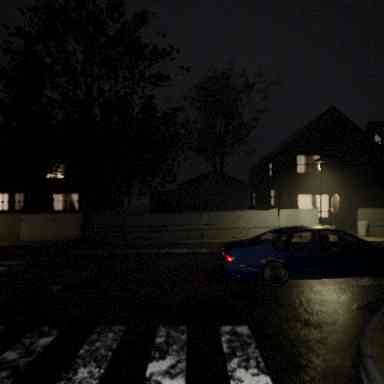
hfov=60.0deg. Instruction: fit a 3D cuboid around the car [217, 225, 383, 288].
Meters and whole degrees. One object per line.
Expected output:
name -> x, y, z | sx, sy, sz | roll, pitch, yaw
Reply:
car -> 3.368, 1.623, 8.985 | 5.357, 1.411, 2.033 | -2, -1, 0
